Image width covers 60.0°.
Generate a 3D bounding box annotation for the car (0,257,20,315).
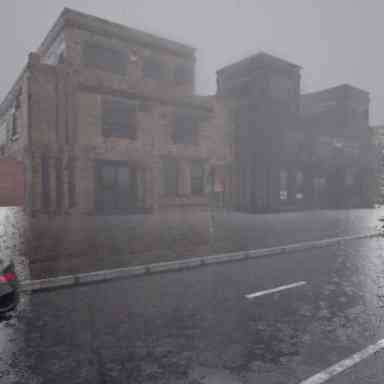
[{"bbox_3d":[-5.041,1.516,4.656,4.674,1.442,1.812,1,0,-36],"label":"car"}]
